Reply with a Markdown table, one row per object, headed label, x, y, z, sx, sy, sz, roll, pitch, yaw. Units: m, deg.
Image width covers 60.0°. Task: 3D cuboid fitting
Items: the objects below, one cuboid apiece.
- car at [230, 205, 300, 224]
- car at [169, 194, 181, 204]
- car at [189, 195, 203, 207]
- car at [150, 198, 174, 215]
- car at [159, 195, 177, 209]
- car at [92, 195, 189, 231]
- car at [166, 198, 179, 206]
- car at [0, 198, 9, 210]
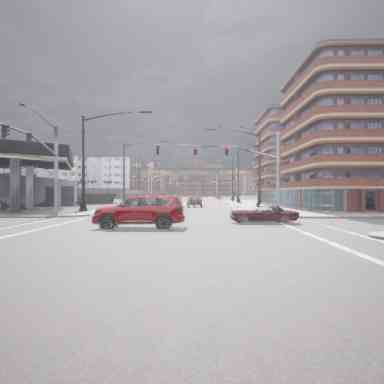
| label | x | y | z | sx | sy | sz | roll | pitch | yaw |
| --- | --- | --- | --- | --- | --- | --- | --- | --- | --- |
| car | 5.060 | 1.601 | 23.756 | 4.718 | 1.301 | 1.895 | 0 | 0 | 1 |
| car | -3.208 | 1.352 | 65.098 | 2.097 | 1.767 | 4.553 | 0 | 0 | 0 |
| car | 0.519 | 1.352 | 50.937 | 2.097 | 1.767 | 4.553 | 0 | 0 | 0 |
| car | -3.076 | 1.491 | 35.209 | 2.128 | 1.511 | 4.902 | 0 | 0 | 0 |
| car | -3.133 | 1.352 | 44.927 | 2.097 | 1.767 | 4.553 | 0 | 0 | 0 |
| car | -3.169 | 1.221 | 20.336 | 5.566 | 2.045 | 2.150 | 0 | 0 | 1 |
| car | -3.192 | 1.601 | 54.922 | 1.895 | 1.301 | 4.718 | 0 | 0 | 0 |
| car | -23.943 | 1.456 | 39.401 | 3.806 | 1.475 | 1.970 | 0 | 0 | 1 |
